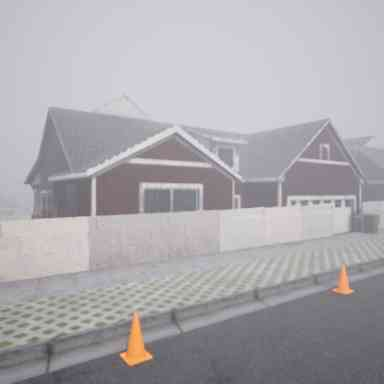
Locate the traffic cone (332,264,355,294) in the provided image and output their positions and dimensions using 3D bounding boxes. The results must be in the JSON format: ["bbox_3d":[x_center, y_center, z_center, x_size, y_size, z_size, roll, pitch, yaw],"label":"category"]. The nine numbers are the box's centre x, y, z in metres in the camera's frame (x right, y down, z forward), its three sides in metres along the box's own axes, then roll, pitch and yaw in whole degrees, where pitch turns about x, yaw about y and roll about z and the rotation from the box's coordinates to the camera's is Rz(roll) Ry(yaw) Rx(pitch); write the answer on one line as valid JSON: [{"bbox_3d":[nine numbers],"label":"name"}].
[{"bbox_3d":[3.346,1.901,7.359,0.340,0.580,0.340,-1,0,-35],"label":"traffic cone"}]

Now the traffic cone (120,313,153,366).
[{"bbox_3d":[-0.757,1.941,4.502,0.340,0.580,0.340,-1,0,-35],"label":"traffic cone"}]
